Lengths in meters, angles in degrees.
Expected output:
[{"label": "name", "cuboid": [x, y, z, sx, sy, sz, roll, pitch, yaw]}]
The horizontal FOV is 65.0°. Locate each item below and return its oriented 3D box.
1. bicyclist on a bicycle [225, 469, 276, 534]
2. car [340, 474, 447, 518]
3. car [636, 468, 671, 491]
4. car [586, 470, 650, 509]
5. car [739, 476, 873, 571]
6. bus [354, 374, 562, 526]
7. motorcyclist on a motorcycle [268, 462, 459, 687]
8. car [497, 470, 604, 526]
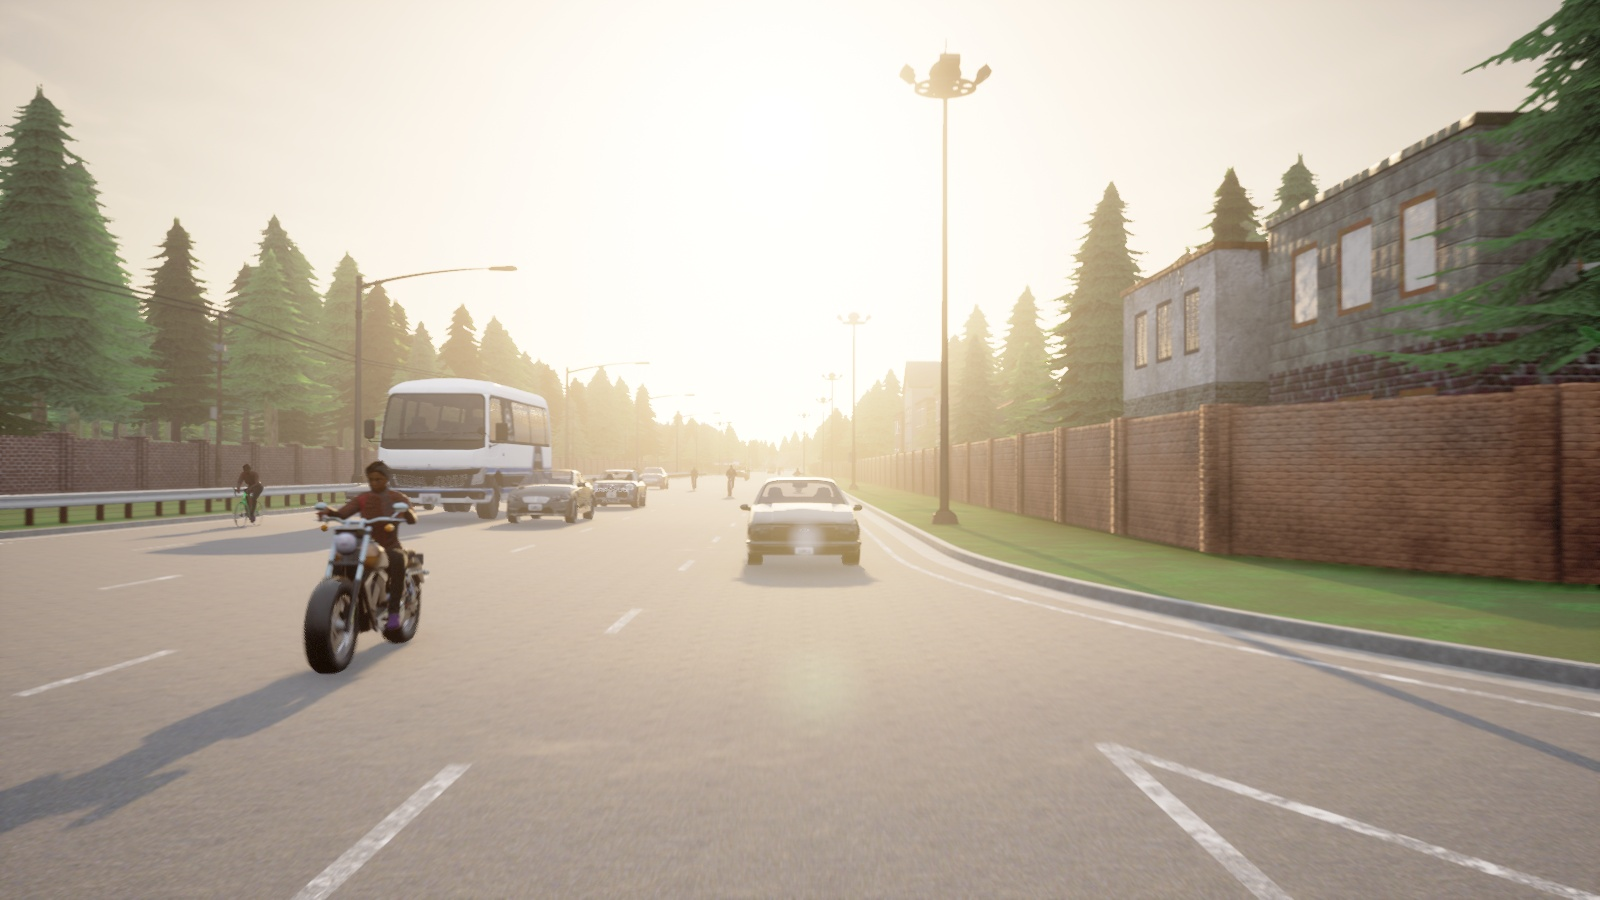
[{"label": "bicyclist on a bicycle", "cuboid": [-14.077, 1.291, 32.227, 0.582, 1.620, 1.656, 0, -1, 0]}, {"label": "car", "cuboid": [-14.104, 1.557, 43.919, 2.033, 1.411, 5.357, 0, -1, 0]}, {"label": "car", "cuboid": [-10.720, 2.131, 92.154, 2.033, 1.649, 4.856, 0, -1, 0]}, {"label": "car", "cuboid": [-7.118, 1.527, 49.408, 1.970, 1.475, 3.806, 0, -1, 0]}, {"label": "car", "cuboid": [0.013, 1.177, 21.821, 2.033, 1.411, 5.357, 0, -1, -2]}, {"label": "bus", "cuboid": [-10.602, 0.069, 40.493, 3.944, 4.253, 10.273, 0, -1, 0]}, {"label": "motorcyclist on a motorcycle", "cuboid": [-3.525, 0.928, 10.397, 0.766, 1.649, 2.350, 0, -1, 0]}, {"label": "car", "cuboid": [-7.087, 1.325, 36.209, 2.128, 1.511, 4.902, 0, -1, 0]}]
